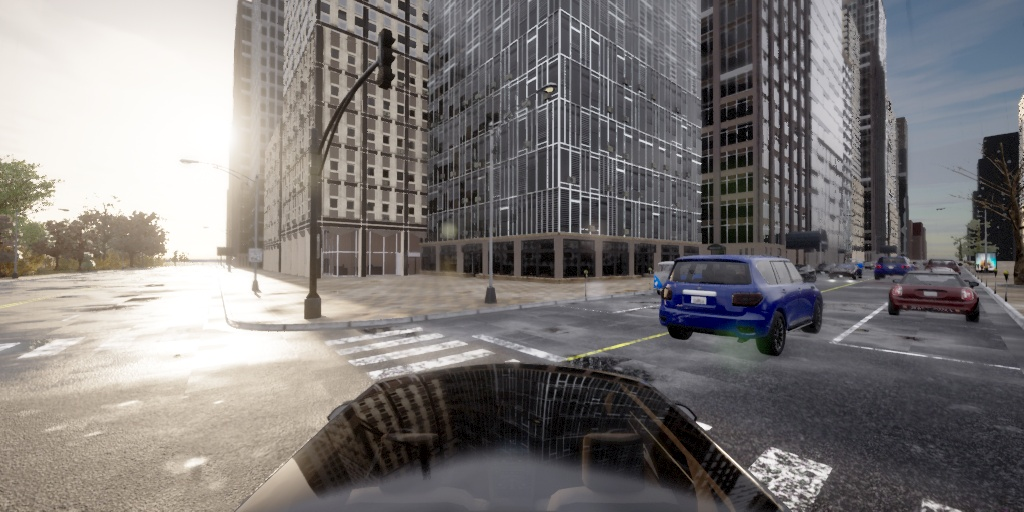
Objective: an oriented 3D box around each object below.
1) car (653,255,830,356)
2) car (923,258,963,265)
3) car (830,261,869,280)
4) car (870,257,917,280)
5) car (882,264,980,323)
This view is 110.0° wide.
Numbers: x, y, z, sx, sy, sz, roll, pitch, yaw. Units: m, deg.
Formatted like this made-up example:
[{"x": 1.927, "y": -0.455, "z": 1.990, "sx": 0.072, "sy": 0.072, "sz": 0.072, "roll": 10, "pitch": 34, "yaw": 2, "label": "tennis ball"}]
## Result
[{"x": 5.867, "y": 0.995, "z": 8.963, "sx": 5.566, "sy": 2.045, "sz": 2.150, "roll": 0, "pitch": 0, "yaw": -39, "label": "car"}, {"x": 36.516, "y": 1.144, "z": 30.431, "sx": 5.009, "sy": 1.841, "sz": 2.192, "roll": 0, "pitch": 0, "yaw": -39, "label": "car"}, {"x": 31.252, "y": 1.413, "z": 33.490, "sx": 5.357, "sy": 1.411, "sz": 2.033, "roll": 0, "pitch": -1, "yaw": -39, "label": "car"}, {"x": 33.514, "y": 1.066, "z": 31.369, "sx": 5.566, "sy": 2.045, "sz": 2.150, "roll": 0, "pitch": 0, "yaw": -38, "label": "car"}, {"x": 14.534, "y": 1.211, "z": 12.382, "sx": 4.097, "sy": 1.591, "sz": 1.967, "roll": 0, "pitch": 0, "yaw": -39, "label": "car"}]
